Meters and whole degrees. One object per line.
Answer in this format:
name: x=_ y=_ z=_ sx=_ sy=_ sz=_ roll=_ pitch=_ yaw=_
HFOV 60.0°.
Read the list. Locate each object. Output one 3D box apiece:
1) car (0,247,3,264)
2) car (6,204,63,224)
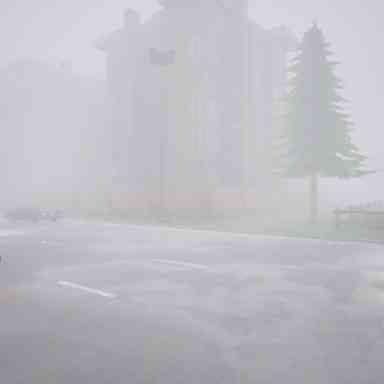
car: x=-7.269 y=1.634 z=9.163 sx=4.718 sy=1.301 sz=1.895 roll=0 pitch=0 yaw=35
car: x=-12.164 y=1.621 z=25.543 sx=5.357 sy=1.411 sz=2.033 roll=0 pitch=0 yaw=35
